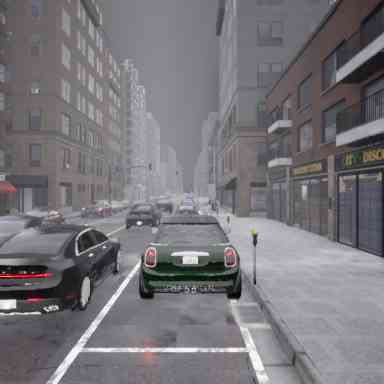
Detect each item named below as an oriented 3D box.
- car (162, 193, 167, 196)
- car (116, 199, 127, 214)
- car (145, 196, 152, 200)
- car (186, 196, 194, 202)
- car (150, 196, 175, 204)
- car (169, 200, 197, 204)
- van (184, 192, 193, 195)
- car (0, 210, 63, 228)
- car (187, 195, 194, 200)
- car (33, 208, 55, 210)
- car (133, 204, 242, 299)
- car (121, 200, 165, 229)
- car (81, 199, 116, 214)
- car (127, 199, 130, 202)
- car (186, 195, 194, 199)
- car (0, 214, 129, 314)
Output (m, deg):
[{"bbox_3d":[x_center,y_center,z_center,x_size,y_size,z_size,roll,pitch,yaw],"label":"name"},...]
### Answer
[{"bbox_3d":[-8.408,1.518,90.251,1.752,1.417,4.829,0,0,0],"label":"car"},{"bbox_3d":[-8.408,1.525,34.923,1.752,1.417,4.829,0,0,0],"label":"car"},{"bbox_3d":[-8.408,1.549,67.693,2.008,1.369,4.403,0,0,0],"label":"car"},{"bbox_3d":[-0.383,1.579,79.064,1.802,1.307,4.206,0,0,0],"label":"car"},{"bbox_3d":[-2.922,1.478,35.055,1.882,1.535,5.008,0,0,0],"label":"car"},{"bbox_3d":[-0.383,1.551,24.063,2.008,1.369,4.403,0,0,0],"label":"car"},{"bbox_3d":[-0.383,1.339,67.702,1.690,1.788,3.998,0,0,0],"label":"van"},{"bbox_3d":[-5.869,1.526,10.922,1.812,1.442,4.674,0,0,0],"label":"car"},{"bbox_3d":[-0.383,1.575,90.427,1.802,1.307,4.206,0,0,0],"label":"car"},{"bbox_3d":[-8.408,1.582,18.538,1.802,1.307,4.206,0,0,0],"label":"car"},{"bbox_3d":[-0.033,1.352,8.620,2.097,1.767,4.553,0,0,0],"label":"car"},{"bbox_3d":[-3.020,1.506,21.466,1.837,1.490,4.892,0,0,0],"label":"car"},{"bbox_3d":[-8.408,1.440,29.575,1.967,1.590,4.097,0,0,0],"label":"car"},{"bbox_3d":[-8.408,1.551,40.611,2.008,1.369,4.403,0,0,0],"label":"car"},{"bbox_3d":[-0.383,1.440,35.101,1.967,1.590,4.097,0,0,0],"label":"car"},{"bbox_3d":[-2.921,1.507,7.677,1.837,1.490,4.892,0,1,0],"label":"car"}]
